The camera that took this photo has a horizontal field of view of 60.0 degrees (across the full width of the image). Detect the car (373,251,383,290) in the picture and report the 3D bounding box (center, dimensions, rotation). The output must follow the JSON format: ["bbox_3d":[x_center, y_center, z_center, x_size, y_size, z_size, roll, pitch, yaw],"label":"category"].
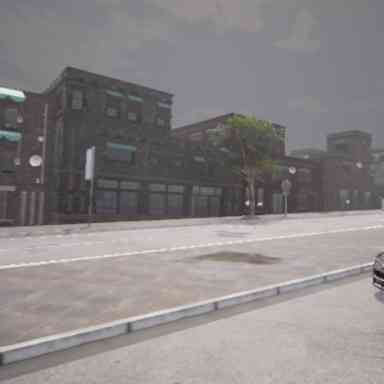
[{"bbox_3d":[6.239,1.561,8.069,4.902,1.511,2.128,0,0,-37],"label":"car"}]
